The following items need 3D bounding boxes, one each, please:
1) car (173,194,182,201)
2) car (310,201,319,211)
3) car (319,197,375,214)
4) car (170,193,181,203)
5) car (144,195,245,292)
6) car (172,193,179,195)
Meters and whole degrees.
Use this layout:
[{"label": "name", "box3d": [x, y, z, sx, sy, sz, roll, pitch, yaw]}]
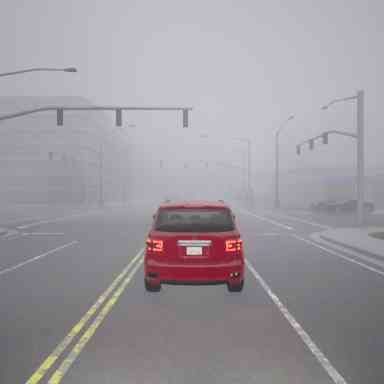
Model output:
[{"label": "car", "box3d": [-3.648, 1.355, 83.692, 2.097, 1.767, 4.553, 0, 0, 0]}, {"label": "car", "box3d": [16.090, 1.352, 38.609, 4.553, 1.767, 2.097, 0, 0, 0]}, {"label": "car", "box3d": [16.550, 1.478, 35.102, 5.008, 1.535, 1.882, 0, 0, 0]}, {"label": "car", "box3d": [-3.630, 1.225, 73.725, 2.150, 2.045, 5.566, 0, 0, 0]}, {"label": "car", "box3d": [0.056, 1.221, 9.064, 2.150, 2.045, 5.566, 0, 0, 0]}, {"label": "car", "box3d": [-3.677, 1.352, 54.854, 2.097, 1.767, 4.553, 0, 0, 0]}]
